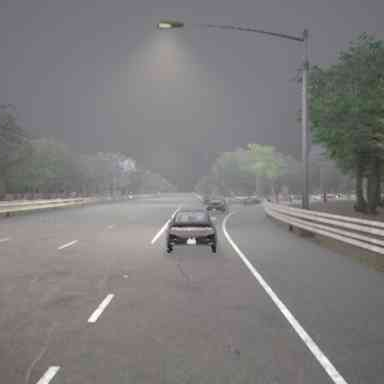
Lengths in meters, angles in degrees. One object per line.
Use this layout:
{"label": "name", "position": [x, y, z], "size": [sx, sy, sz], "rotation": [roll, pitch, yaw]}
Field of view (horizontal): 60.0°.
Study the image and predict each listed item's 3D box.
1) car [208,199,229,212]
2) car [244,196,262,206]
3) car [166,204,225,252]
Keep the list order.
{"label": "car", "position": [2.859, 1.510, 35.900], "size": [1.837, 1.490, 4.892], "rotation": [-1, -1, 14]}
{"label": "car", "position": [9.902, 1.422, 54.080], "size": [2.128, 1.511, 4.902], "rotation": [0, 0, 28]}
{"label": "car", "position": [0.023, 1.476, 13.735], "size": [2.128, 1.511, 4.902], "rotation": [0, 0, 1]}
